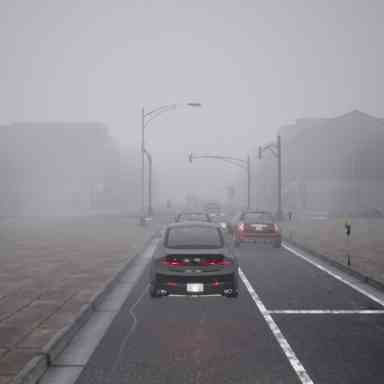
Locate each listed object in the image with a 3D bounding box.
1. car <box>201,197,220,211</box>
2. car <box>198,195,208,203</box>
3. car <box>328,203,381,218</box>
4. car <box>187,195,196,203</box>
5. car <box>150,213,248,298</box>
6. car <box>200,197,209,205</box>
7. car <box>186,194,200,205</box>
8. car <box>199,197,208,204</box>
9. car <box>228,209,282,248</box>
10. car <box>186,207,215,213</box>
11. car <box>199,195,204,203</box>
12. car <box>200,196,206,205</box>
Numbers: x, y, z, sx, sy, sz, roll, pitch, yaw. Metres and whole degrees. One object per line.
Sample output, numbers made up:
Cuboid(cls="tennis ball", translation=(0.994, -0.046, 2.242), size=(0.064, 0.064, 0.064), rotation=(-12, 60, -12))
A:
Cuboid(cls="car", translation=(2.569, 1.673, 41.698), size=(1.947, 1.339, 4.313), rotation=(1, 0, 0))
Cuboid(cls="car", translation=(2.494, 1.735, 79.763), size=(2.192, 1.841, 5.009), rotation=(1, -1, 0))
Cuboid(cls="car", translation=(14.502, 1.631, 29.804), size=(4.181, 1.385, 1.994), rotation=(0, -2, 0))
Cuboid(cls="car", translation=(-0.170, 1.676, 82.654), size=(2.150, 2.045, 5.566), rotation=(0, -1, 0))
Cuboid(cls="car", translation=(0.022, 1.512, 8.538), size=(1.837, 1.490, 4.892), rotation=(0, 0, -1))
Cuboid(cls="car", translation=(2.512, 1.840, 69.054), size=(1.752, 1.417, 4.829), rotation=(1, -1, 0))
Cuboid(cls="car", translation=(-0.022, 1.485, 63.435), size=(2.150, 2.045, 5.566), rotation=(0, 0, 0))
Cuboid(cls="car", translation=(2.501, 1.892, 74.492), size=(1.752, 1.417, 4.829), rotation=(1, -1, 0))
Cuboid(cls="car", translation=(2.630, 1.457, 14.952), size=(1.967, 1.590, 4.097), rotation=(2, 0, 0))
Cuboid(cls="car", translation=(0.060, 1.619, 16.032), size=(1.895, 1.301, 4.718), rotation=(0, 0, 0))
Cuboid(cls="car", translation=(2.547, 1.703, 52.742), size=(1.752, 1.417, 4.829), rotation=(1, 0, 0))
Cuboid(cls="car", translation=(2.557, 1.705, 47.135), size=(1.947, 1.339, 4.313), rotation=(1, 0, 0))
